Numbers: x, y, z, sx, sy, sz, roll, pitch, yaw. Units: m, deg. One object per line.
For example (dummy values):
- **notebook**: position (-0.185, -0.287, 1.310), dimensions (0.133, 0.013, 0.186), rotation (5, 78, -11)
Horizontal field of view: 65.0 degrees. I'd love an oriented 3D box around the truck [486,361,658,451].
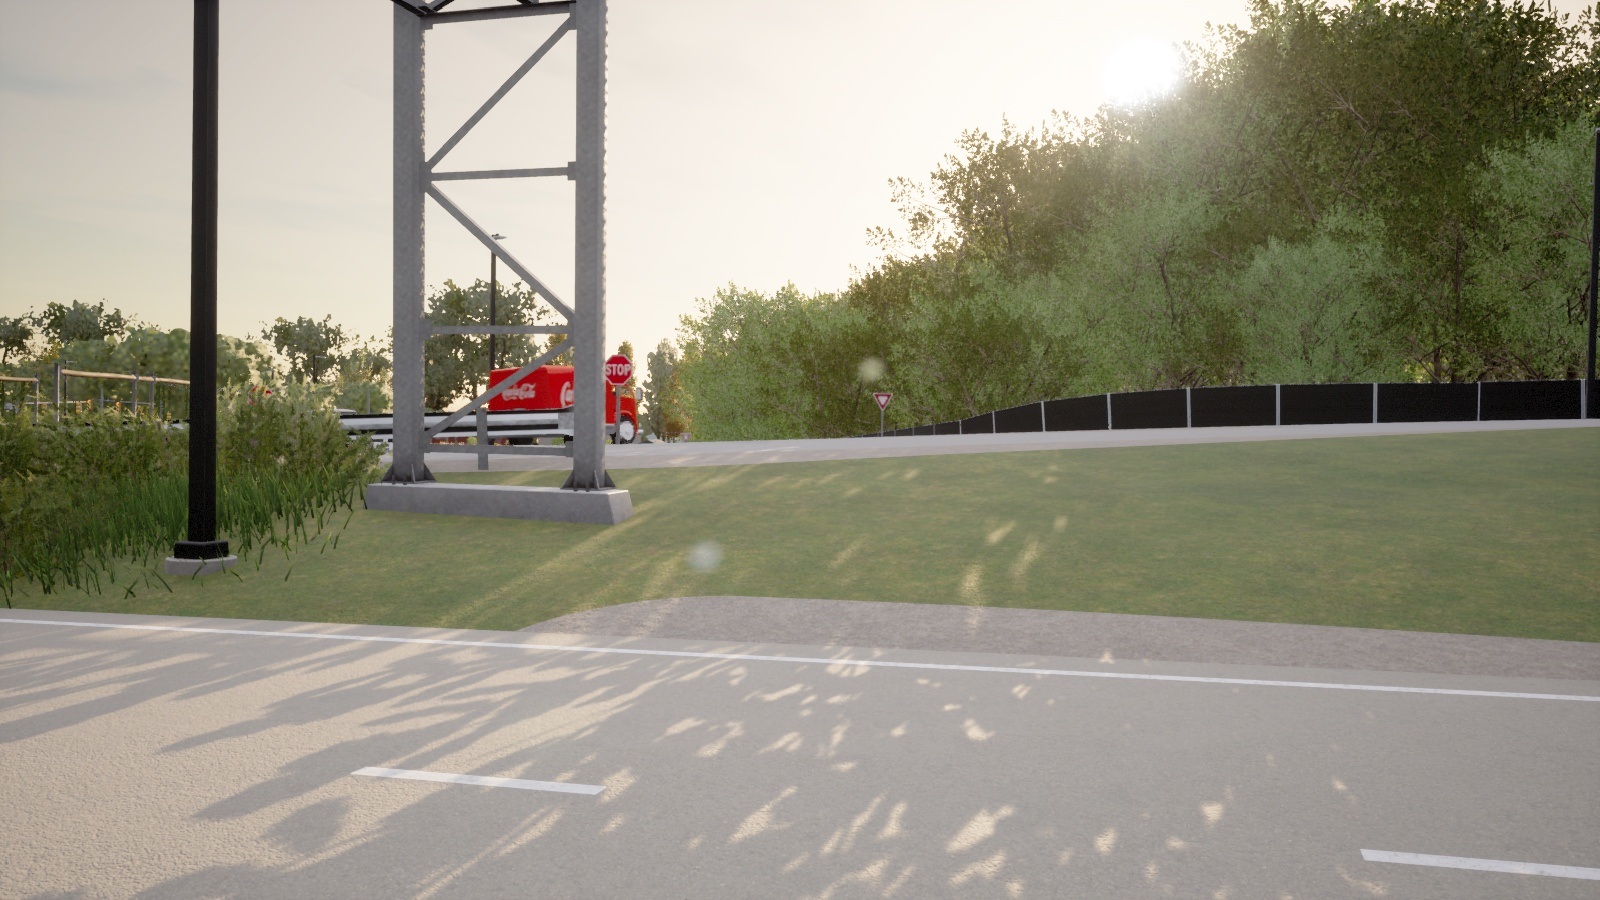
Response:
- **truck**: position (-6.965, -1.315, 39.049), dimensions (2.627, 2.467, 5.204), rotation (-3, 0, 25)
